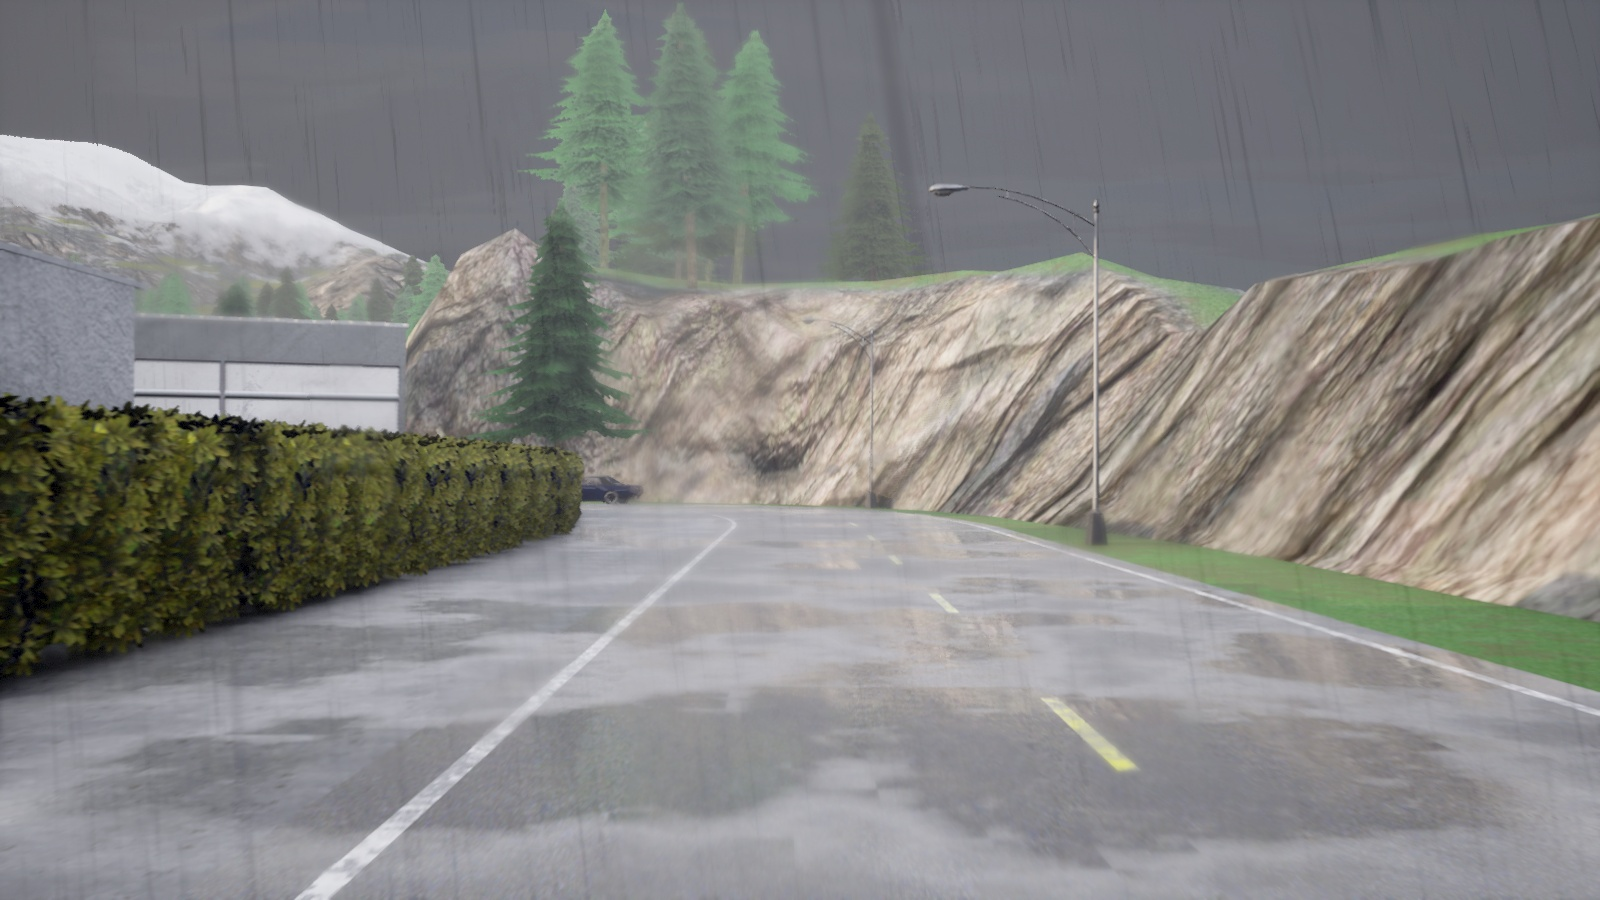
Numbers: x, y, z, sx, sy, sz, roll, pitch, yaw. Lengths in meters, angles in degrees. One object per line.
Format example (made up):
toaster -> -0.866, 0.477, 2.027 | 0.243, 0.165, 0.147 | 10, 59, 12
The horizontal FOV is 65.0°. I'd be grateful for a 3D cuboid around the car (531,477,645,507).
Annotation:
car -> -9.554, 1.902, 56.681 | 4.718, 1.301, 1.895 | 0, -1, 8
